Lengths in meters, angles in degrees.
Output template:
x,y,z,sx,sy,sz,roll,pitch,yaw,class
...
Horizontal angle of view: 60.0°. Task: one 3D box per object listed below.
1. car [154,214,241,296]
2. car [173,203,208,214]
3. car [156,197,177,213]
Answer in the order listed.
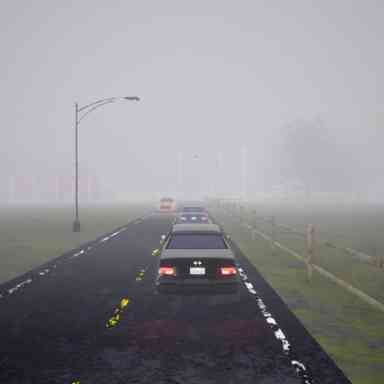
x,y,z,sx,sy,sz,roll,pitch,yaw,class
0.100,1.548,8.825,2.033,1.411,5.357,0,0,0,car
0.101,1.556,21.493,2.033,1.411,5.357,0,0,0,car
-2.793,1.392,37.631,2.097,1.767,4.553,0,0,1,car
